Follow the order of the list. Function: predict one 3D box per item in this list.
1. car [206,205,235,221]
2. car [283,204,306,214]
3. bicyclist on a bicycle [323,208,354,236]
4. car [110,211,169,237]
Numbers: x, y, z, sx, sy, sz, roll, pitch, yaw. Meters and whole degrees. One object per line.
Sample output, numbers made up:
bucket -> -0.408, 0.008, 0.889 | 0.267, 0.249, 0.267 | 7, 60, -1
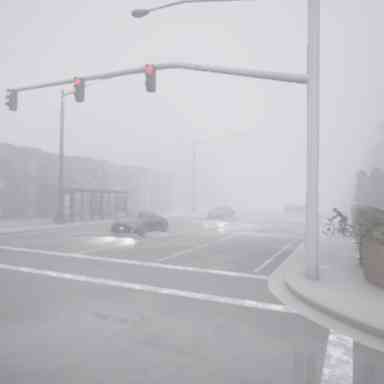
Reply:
car -> 2.977, 2.108, 33.627 | 1.837, 1.490, 4.892 | 0, -1, 25
car -> 15.372, 2.514, 49.334 | 2.128, 1.511, 4.902 | 0, -1, 43
bicyclist on a bicycle -> 8.423, 1.736, 19.213 | 1.656, 1.620, 0.582 | 0, -1, 25
car -> -3.121, 1.873, 20.405 | 1.994, 1.385, 4.181 | 0, -1, 25
